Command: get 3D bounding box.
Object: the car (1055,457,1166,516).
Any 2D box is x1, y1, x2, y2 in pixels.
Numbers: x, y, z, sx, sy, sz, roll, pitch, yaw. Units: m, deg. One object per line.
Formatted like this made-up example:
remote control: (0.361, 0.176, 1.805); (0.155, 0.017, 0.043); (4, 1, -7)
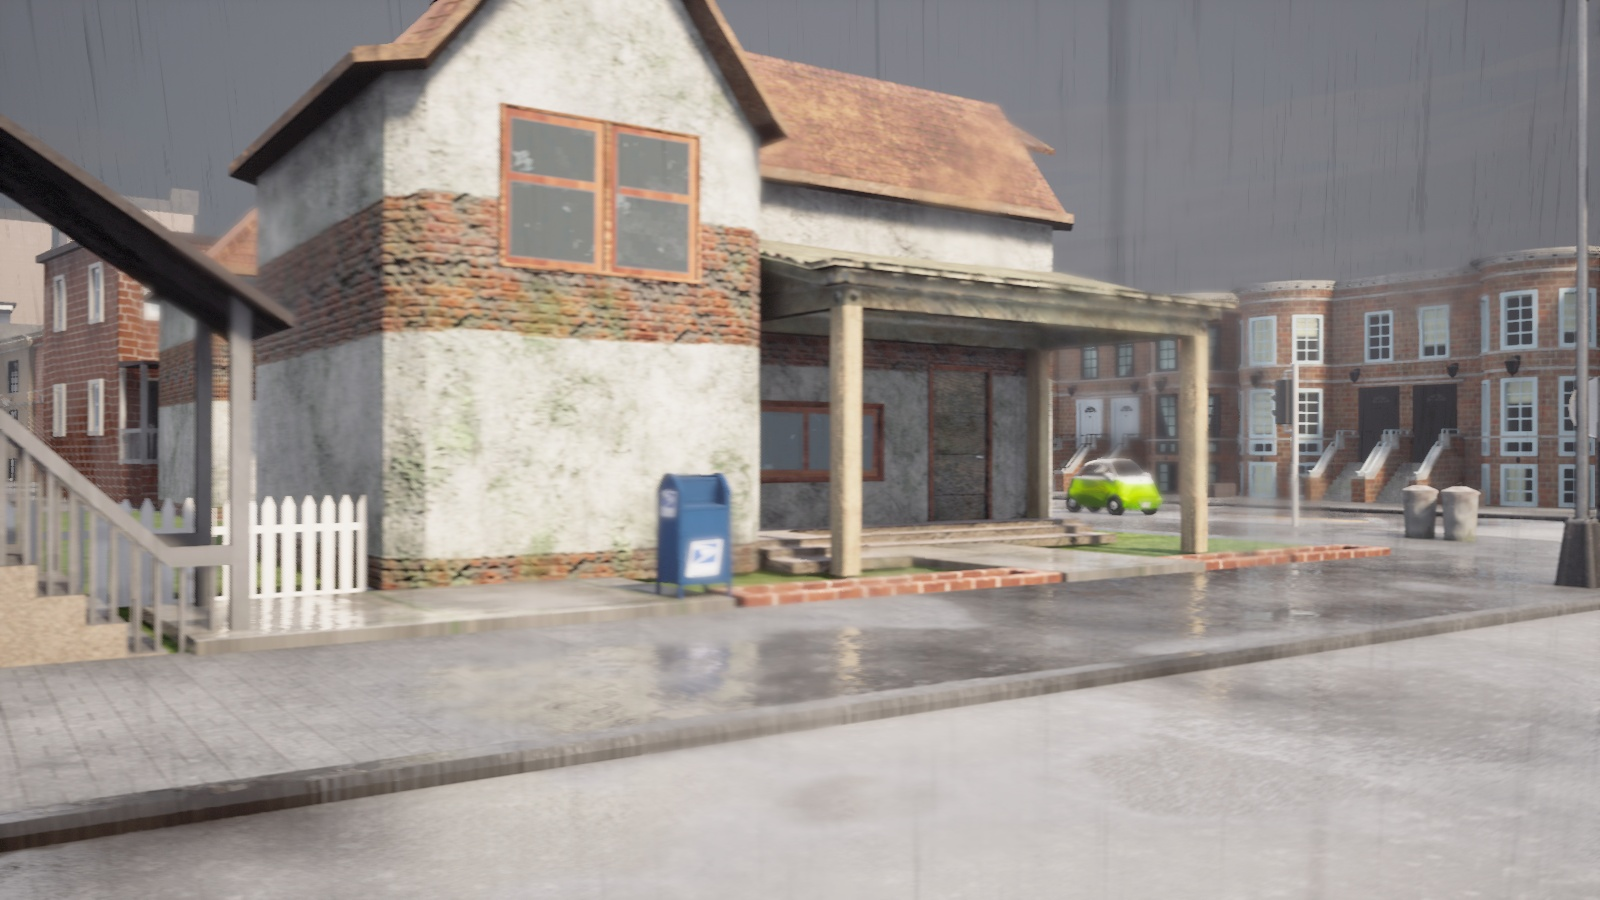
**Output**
car: (7.580, 0.864, 30.782); (1.481, 1.376, 2.207); (0, -1, -35)
